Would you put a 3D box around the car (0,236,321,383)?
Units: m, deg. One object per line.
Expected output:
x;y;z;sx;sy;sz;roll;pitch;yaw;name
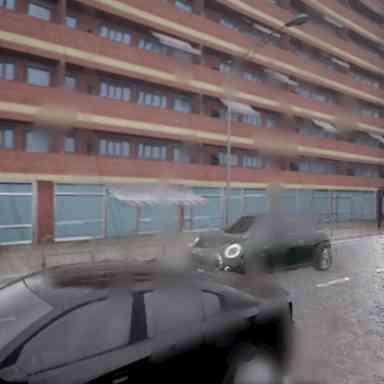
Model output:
-1.106;1.489;3.200;5.008;1.535;1.882;1;-1;-36;car

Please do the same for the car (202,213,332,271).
2.052;1.445;9.757;4.553;1.767;2.097;1;0;-36;car
